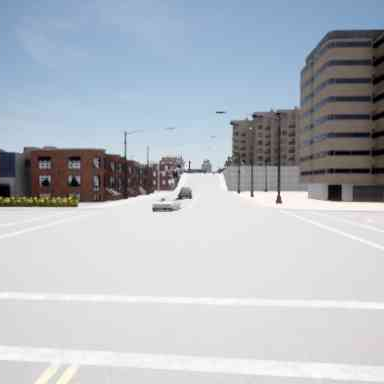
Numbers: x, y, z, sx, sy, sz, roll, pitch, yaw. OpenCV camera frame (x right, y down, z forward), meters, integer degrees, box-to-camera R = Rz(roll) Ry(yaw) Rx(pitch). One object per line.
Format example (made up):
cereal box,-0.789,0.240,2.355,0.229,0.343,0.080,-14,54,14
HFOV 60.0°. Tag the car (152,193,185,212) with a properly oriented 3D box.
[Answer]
car,-2.313,1.110,31.466,1.895,1.301,4.718,0,2,11

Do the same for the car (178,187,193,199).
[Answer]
car,-1.058,0.148,56.670,2.150,2.045,5.566,0,2,3
